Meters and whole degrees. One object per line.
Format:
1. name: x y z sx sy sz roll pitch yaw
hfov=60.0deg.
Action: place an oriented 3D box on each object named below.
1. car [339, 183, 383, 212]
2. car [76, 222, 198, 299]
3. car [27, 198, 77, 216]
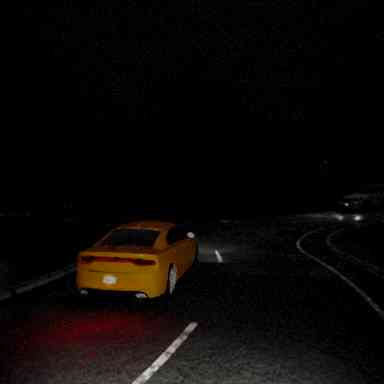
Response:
1. car: 14.962 0.404 27.776 5.566 2.045 2.150 -6 2 -22
2. car: -1.076 1.508 8.688 1.882 1.535 5.008 0 0 11
3. car: -13.616 1.359 32.284 4.553 1.767 2.097 0 0 17
